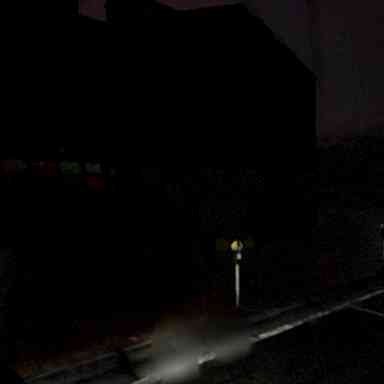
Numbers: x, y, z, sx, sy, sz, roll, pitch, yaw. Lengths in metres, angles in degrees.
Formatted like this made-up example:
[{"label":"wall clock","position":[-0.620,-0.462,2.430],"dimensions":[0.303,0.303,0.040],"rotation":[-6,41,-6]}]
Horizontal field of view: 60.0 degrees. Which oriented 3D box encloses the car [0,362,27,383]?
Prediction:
[{"label":"car","position":[-3.150,1.475,0.938],"dimensions":[5.008,1.535,1.882],"rotation":[0,0,-37]}]
